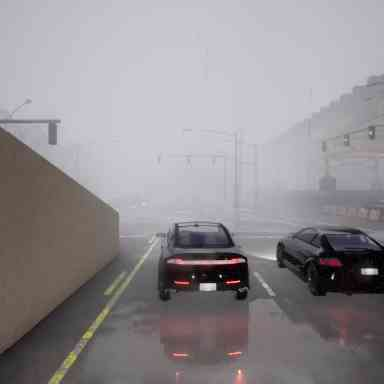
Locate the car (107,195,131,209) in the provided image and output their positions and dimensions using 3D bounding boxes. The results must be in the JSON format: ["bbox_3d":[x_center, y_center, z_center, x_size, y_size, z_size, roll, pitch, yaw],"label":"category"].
[{"bbox_3d":[-10.344,1.547,46.022,2.033,1.411,5.357,0,0,2],"label":"car"}]

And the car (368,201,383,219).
[{"bbox_3d":[17.446,1.453,26.820,2.038,1.542,4.974,0,0,-35],"label":"car"}]

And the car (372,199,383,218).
[{"bbox_3d":[17.476,1.295,26.778,1.853,1.218,4.536,0,0,-35],"label":"car"}]

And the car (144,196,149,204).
[{"bbox_3d":[-9.771,1.564,65.926,1.994,1.385,4.181,0,0,2],"label":"car"}]

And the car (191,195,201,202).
[{"bbox_3d":[0.864,1.355,69.974,2.033,1.411,5.357,0,0,1],"label":"car"}]

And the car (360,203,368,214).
[{"bbox_3d":[17.553,1.453,31.427,4.974,1.542,2.038,0,0,-45],"label":"car"}]

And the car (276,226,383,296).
[{"bbox_3d":[3.575,1.564,8.676,1.994,1.385,4.181,0,0,0],"label":"car"}]

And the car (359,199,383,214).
[{"bbox_3d":[17.590,1.295,31.464,4.536,1.218,1.853,0,0,-45],"label":"car"}]

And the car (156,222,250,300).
[{"bbox_3d":[0.137,1.492,8.393,2.128,1.511,4.902,0,0,-4],"label":"car"}]

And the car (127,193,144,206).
[{"bbox_3d":[-10.083,1.221,55.953,2.150,2.045,5.566,0,0,2],"label":"car"}]

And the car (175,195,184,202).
[{"bbox_3d":[-2.635,1.355,70.063,2.033,1.411,5.357,0,0,1],"label":"car"}]
